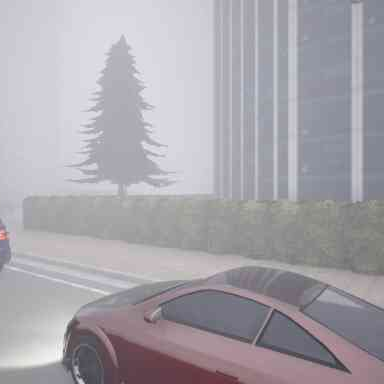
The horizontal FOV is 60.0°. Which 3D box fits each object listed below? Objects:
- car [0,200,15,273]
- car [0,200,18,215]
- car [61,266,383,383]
[{"bbox_3d":[-7.153,1.221,9.060,5.566,2.045,2.150,0,0,35],"label":"car"},{"bbox_3d":[-20.361,1.560,33.239,1.837,1.490,4.892,0,0,35],"label":"car"},{"bbox_3d":[0.457,1.564,3.667,4.181,1.385,1.994,0,0,35],"label":"car"}]
